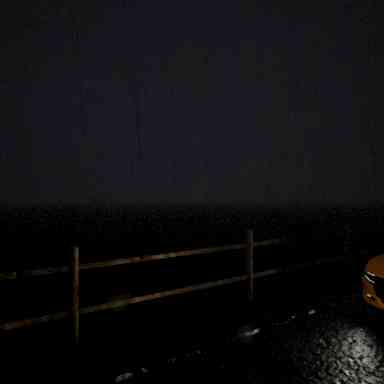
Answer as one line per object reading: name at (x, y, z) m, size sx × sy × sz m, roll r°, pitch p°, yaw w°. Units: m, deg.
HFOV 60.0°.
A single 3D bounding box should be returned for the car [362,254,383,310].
car at (5.450, 1.477, 6.826) m, size 5.008 × 1.535 × 1.882 m, roll 0°, pitch 0°, yaw -35°
